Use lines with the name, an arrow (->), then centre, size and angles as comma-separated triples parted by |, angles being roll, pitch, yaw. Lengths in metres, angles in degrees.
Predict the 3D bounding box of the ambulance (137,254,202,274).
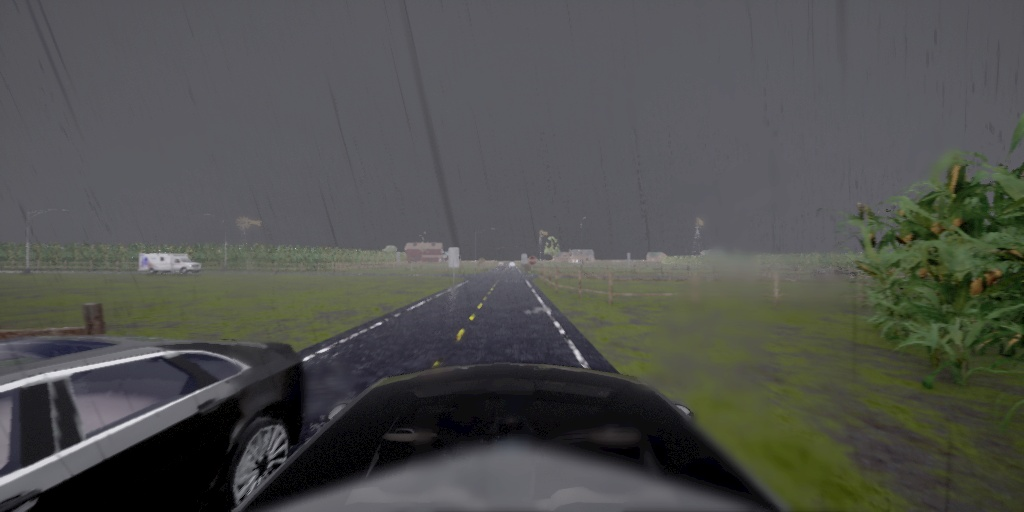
ambulance -> -42.206, 0.946, 44.453 | 6.366, 2.431, 2.351 | 0, 0, 1

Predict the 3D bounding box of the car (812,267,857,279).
car -> 41.689, 2.112, 46.410 | 4.892, 1.490, 1.837 | 1, 0, 1

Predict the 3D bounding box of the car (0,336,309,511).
car -> -2.849, 1.239, 1.428 | 2.128, 1.511, 4.902 | 0, -1, 0
